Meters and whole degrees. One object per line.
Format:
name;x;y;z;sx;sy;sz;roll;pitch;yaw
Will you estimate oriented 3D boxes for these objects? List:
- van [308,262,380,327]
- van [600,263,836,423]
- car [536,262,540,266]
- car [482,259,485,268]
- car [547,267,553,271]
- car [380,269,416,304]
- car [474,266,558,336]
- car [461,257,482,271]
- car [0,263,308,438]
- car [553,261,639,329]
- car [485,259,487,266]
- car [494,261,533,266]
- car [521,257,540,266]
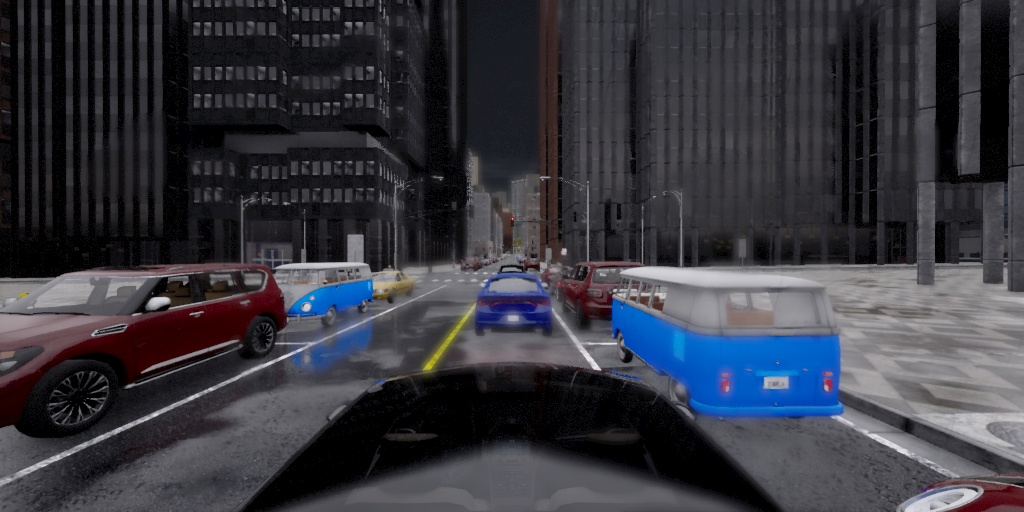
van;-5.763;1.091;11.137;1.690;1.789;3.998;0;0;0
van;2.767;1.091;5.598;1.690;1.789;3.998;0;0;0
car;2.766;1.297;22.174;1.888;1.381;4.507;0;0;0
car;-5.754;1.090;54.869;2.192;1.841;5.009;0;0;0
car;2.766;1.301;16.649;2.007;1.370;4.403;0;0;0
car;-5.761;1.276;16.491;1.751;1.417;4.829;0;0;0
car;0.060;1.228;10.412;1.882;1.535;5.008;0;0;1
car;-5.755;1.084;49.225;2.192;1.841;5.009;0;0;0
car;-5.765;1.064;5.612;2.192;1.841;5.009;0;0;0
car;2.767;1.065;11.123;2.192;1.841;5.009;0;0;0
car;-5.753;1.348;60.511;1.948;1.339;4.313;0;0;0
car;0.004;1.257;20.783;1.837;1.490;4.892;0;0;0
car;2.770;1.084;49.214;2.192;1.841;5.009;0;0;0
